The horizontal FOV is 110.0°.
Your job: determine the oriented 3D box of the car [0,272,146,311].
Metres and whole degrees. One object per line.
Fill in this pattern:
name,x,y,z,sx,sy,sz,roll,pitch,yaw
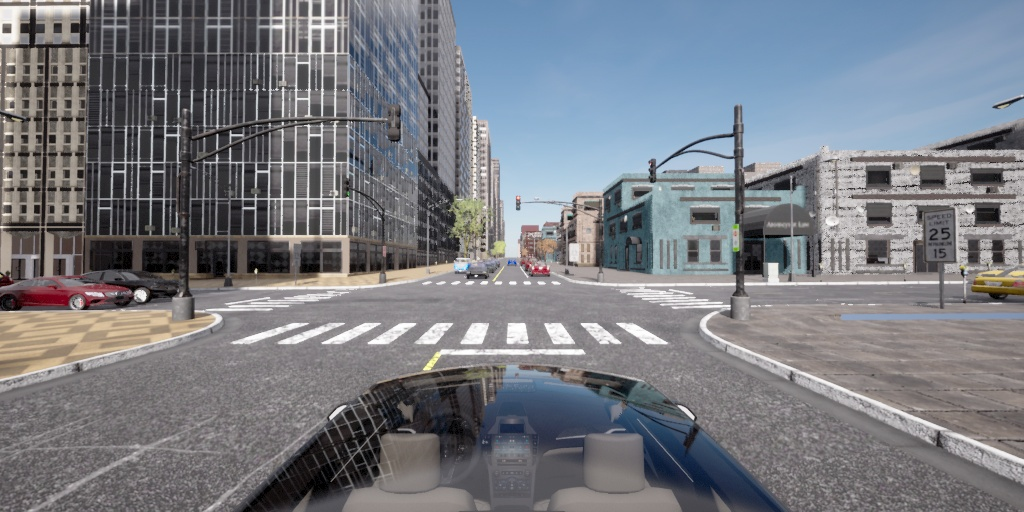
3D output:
car,-17.417,1.417,14.026,4.207,1.307,1.802,0,0,1

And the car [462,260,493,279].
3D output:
car,-3.080,1.312,33.052,2.033,1.411,5.357,0,0,-1

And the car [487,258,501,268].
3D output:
car,-3.088,1.320,52.199,2.033,1.411,5.357,0,0,0

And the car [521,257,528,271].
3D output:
car,2.698,1.085,47.210,2.192,1.841,5.009,0,0,0

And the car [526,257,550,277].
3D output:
car,2.696,1.206,35.862,1.967,1.591,4.097,0,0,0

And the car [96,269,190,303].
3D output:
car,-17.891,1.364,16.638,5.008,1.535,1.882,-1,-1,0

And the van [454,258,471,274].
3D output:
van,-5.684,1.109,41.499,1.690,1.789,3.998,0,0,0

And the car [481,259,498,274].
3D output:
car,-3.093,1.332,42.356,1.994,1.385,4.181,0,0,0

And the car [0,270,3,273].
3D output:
car,-23.100,1.329,14.081,4.097,1.591,1.967,0,0,1

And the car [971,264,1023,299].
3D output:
car,20.691,0.998,13.655,4.829,1.417,1.751,0,0,1

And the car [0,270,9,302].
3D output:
car,-27.388,1.470,16.729,4.902,1.511,2.128,-1,-1,1
